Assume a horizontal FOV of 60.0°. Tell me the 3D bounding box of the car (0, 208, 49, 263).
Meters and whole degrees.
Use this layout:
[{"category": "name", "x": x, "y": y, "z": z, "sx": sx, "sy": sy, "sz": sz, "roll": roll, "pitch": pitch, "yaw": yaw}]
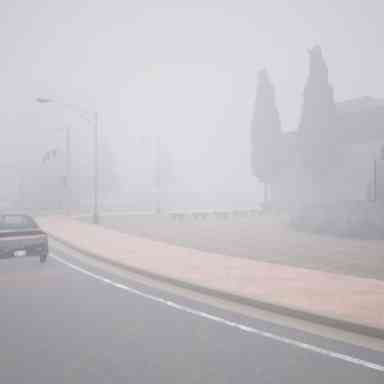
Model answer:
[{"category": "car", "x": -6.241, "y": 1.490, "z": 11.146, "sx": 2.128, "sy": 1.511, "sz": 4.902, "roll": 0, "pitch": 0, "yaw": -38}]
